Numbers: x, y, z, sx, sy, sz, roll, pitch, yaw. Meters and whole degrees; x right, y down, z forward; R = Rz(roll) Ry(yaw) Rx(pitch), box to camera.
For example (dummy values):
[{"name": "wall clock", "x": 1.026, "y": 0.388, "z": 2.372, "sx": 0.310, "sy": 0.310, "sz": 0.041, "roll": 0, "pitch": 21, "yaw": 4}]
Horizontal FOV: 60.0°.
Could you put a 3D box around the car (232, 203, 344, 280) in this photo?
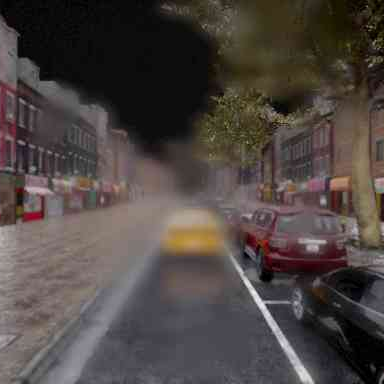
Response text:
[{"name": "car", "x": 2.667, "y": 1.317, "z": 9.741, "sx": 2.192, "sy": 1.841, "sz": 5.009, "roll": 2, "pitch": 0, "yaw": 0}]

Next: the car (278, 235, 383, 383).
[{"name": "car", "x": 2.660, "y": 1.570, "z": 4.182, "sx": 1.947, "sy": 1.339, "sz": 4.313, "roll": 2, "pitch": 0, "yaw": 0}]

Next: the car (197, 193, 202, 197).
[{"name": "car", "x": 2.673, "y": 1.226, "z": 76.396, "sx": 1.967, "sy": 1.590, "sz": 4.097, "roll": 2, "pitch": 0, "yaw": 0}]

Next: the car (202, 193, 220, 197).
[{"name": "car", "x": 2.987, "y": 1.095, "z": 46.649, "sx": 2.150, "sy": 2.045, "sz": 5.566, "roll": 0, "pitch": 0, "yaw": 0}]

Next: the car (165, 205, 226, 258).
[{"name": "car", "x": 0.064, "y": 1.477, "z": 12.784, "sx": 1.882, "sy": 1.535, "sz": 5.008, "roll": 0, "pitch": 0, "yaw": 1}]

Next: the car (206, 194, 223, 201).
[{"name": "car", "x": 3.020, "y": 1.376, "z": 39.615, "sx": 1.882, "sy": 1.535, "sz": 5.008, "roll": 0, "pitch": 0, "yaw": 0}]

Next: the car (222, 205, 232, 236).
[{"name": "car", "x": 2.663, "y": 1.540, "z": 15.299, "sx": 1.887, "sy": 1.381, "sz": 4.507, "roll": 2, "pitch": 0, "yaw": 0}]

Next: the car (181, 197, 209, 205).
[{"name": "car", "x": 0.073, "y": 1.443, "z": 28.702, "sx": 2.128, "sy": 1.511, "sz": 4.902, "roll": 0, "pitch": 0, "yaw": 0}]

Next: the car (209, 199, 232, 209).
[{"name": "car", "x": 2.665, "y": 1.526, "z": 26.411, "sx": 1.947, "sy": 1.339, "sz": 4.313, "roll": 2, "pitch": 0, "yaw": 0}]
